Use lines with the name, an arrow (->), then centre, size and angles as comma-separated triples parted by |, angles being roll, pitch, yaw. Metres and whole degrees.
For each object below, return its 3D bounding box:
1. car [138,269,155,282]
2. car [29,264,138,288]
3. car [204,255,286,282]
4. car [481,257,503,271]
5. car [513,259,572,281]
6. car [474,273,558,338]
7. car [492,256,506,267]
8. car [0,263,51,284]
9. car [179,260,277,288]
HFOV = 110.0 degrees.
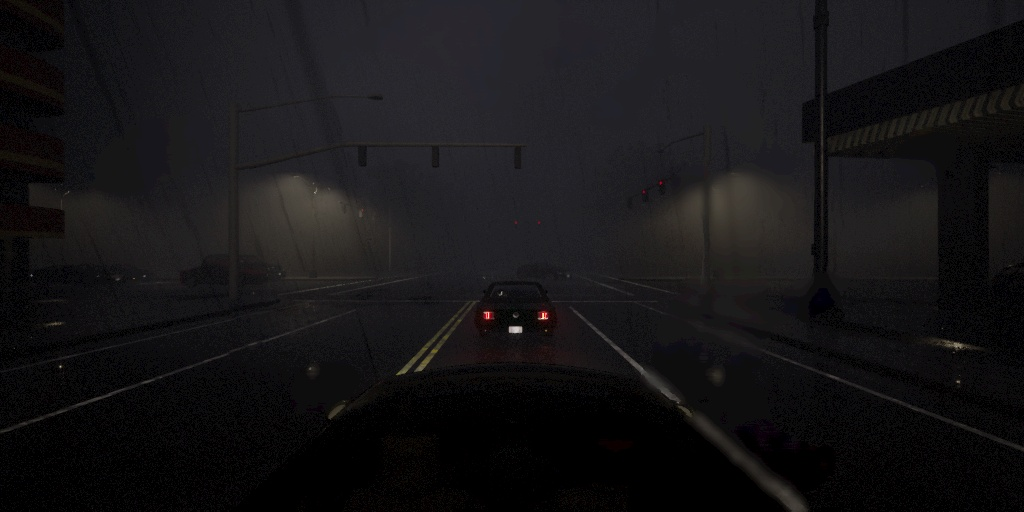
car -> -29.309, 1.314, 26.659 | 4.181, 1.385, 1.994 | 0, 0, 0
car -> -27.833, 1.241, 23.135 | 4.902, 1.511, 2.128 | 0, 0, 1
car -> -19.891, 0.971, 26.509 | 5.566, 2.045, 2.150 | 0, 0, 1
car -> -2.932, 1.241, 48.320 | 2.128, 1.511, 4.902 | 0, 0, 4
car -> 2.470, 1.241, 28.558 | 2.128, 1.511, 4.902 | -1, 1, -45
car -> 0.097, 1.351, 10.193 | 1.895, 1.301, 4.718 | 0, 0, 0
car -> -2.615, 0.972, 62.930 | 2.150, 2.045, 5.566 | 0, 0, 1
car -> -37.991, 1.276, 26.825 | 4.674, 1.442, 1.812 | 0, 0, 1
car -> -18.330, 1.228, 22.961 | 5.008, 1.535, 1.882 | 0, 0, 1
